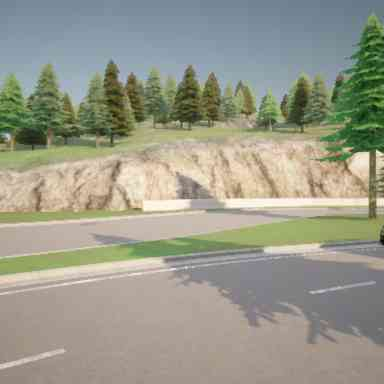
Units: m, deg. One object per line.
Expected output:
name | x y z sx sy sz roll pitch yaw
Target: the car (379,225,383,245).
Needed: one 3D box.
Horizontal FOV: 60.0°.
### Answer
car | 8.999 1.495 11.878 4.902 1.511 2.128 0 0 -21
